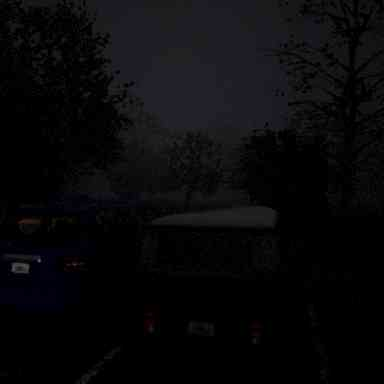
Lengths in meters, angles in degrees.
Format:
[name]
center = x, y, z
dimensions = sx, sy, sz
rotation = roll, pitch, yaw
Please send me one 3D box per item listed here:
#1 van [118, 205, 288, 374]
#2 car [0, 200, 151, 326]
[van]
center = 0.682, 1.255, 5.722
dimensions = 1.878, 1.987, 4.442
rotation = 0, -1, 16
[car]
center = -1.745, 1.220, 7.359
dimensions = 2.435, 2.045, 5.566
rotation = 0, -1, 15
